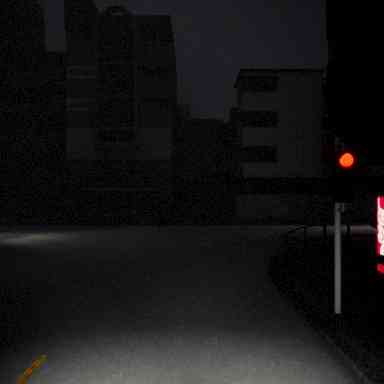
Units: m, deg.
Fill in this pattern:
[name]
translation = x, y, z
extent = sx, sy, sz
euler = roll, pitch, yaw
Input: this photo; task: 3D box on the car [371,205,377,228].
[car]
translation = 11.819, 1.222, 16.268
extent = 5.566, 2.045, 2.150
euler = 0, 0, 1
